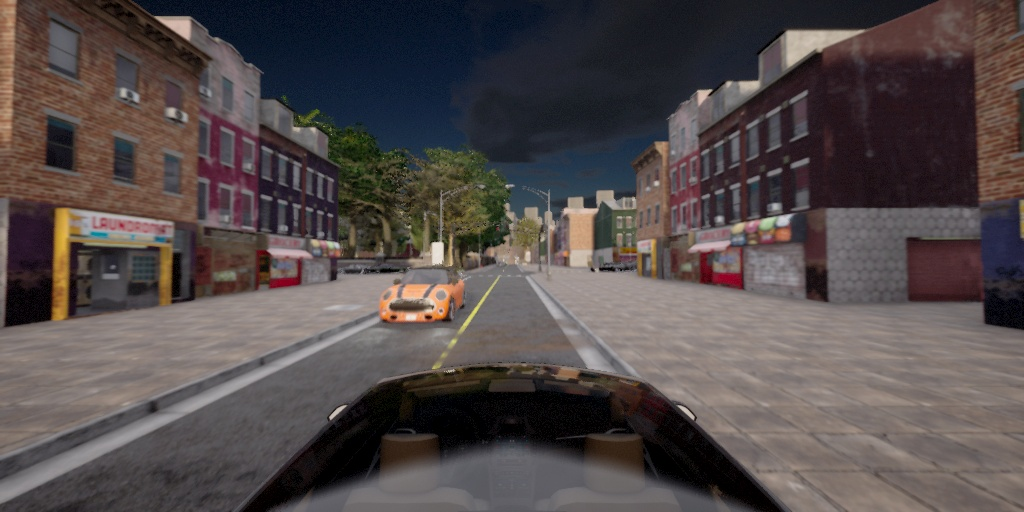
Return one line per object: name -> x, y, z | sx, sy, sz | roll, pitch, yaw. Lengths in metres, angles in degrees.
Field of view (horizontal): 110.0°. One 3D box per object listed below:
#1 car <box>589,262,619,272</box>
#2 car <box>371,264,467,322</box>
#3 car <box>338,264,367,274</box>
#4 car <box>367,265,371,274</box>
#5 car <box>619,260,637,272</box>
car -> 12.399, 1.484, 47.179 | 4.313, 1.339, 1.948 | 0, 0, 0
car -> -2.844, 1.145, 12.337 | 2.097, 1.767, 4.553 | 0, 0, 0
car -> -20.586, 1.753, 47.181 | 4.403, 1.370, 2.007 | 0, 0, 0
car -> -15.011, 1.659, 44.558 | 4.718, 1.301, 1.895 | 0, -1, 0
car -> 16.355, 1.286, 44.563 | 4.892, 1.490, 1.837 | 0, -1, 0
